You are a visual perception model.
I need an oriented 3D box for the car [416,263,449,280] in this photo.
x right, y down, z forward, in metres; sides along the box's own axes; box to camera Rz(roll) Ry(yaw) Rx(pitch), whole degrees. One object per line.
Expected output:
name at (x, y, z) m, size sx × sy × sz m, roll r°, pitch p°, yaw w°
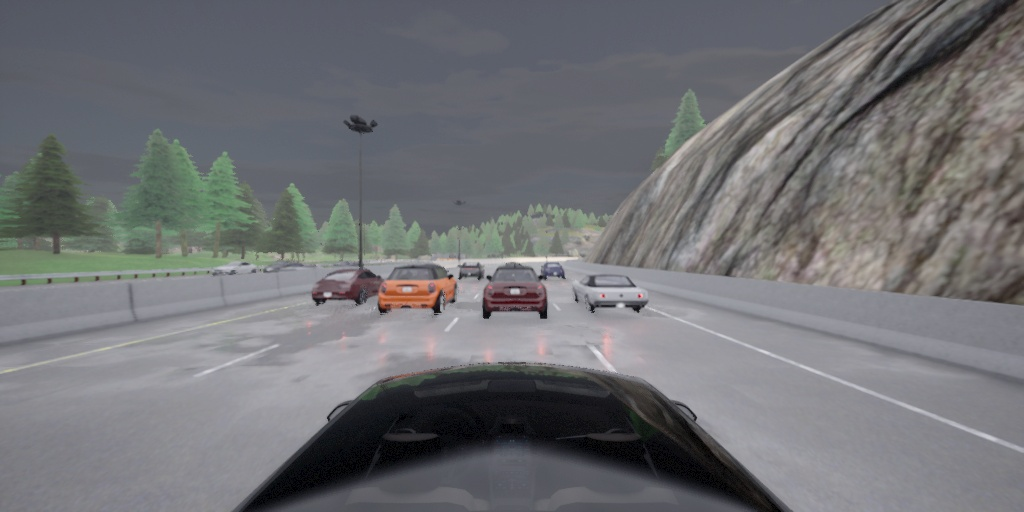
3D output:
car at (-6.903, 1.314, 31.584) m, size 1.994 × 1.385 × 4.181 m, roll 0°, pitch 0°, yaw 0°

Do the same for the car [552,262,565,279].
car at (3.584, 1.276, 31.952) m, size 1.812 × 1.442 × 4.674 m, roll 0°, pitch 0°, yaw 0°

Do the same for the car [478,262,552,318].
car at (0.099, 1.102, 13.129) m, size 2.097 × 1.767 × 4.553 m, roll 0°, pitch 0°, yaw 0°

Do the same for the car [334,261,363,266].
car at (-17.573, 1.241, 38.310) m, size 2.128 × 1.511 × 4.902 m, roll 0°, pitch 0°, yaw 0°

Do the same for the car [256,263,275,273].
car at (-24.569, 1.241, 38.760) m, size 2.128 × 1.511 × 4.902 m, roll 0°, pitch 0°, yaw 0°

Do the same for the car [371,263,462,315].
car at (-3.400, 1.102, 13.768) m, size 2.097 × 1.767 × 4.553 m, roll 0°, pitch 0°, yaw 0°

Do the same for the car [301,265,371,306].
car at (-6.901, 1.276, 15.724) m, size 1.812 × 1.442 × 4.674 m, roll 0°, pitch 0°, yaw 0°

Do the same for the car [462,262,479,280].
car at (-3.403, 1.242, 30.930) m, size 2.128 × 1.511 × 4.902 m, roll 0°, pitch 0°, yaw 0°

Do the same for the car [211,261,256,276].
car at (-28.082, 1.275, 36.570) m, size 1.812 × 1.442 × 4.674 m, roll 0°, pitch 0°, yaw 0°

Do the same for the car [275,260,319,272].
car at (-21.090, 1.351, 36.051) m, size 1.895 × 1.301 × 4.718 m, roll 0°, pitch 0°, yaw 0°

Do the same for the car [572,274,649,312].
car at (3.599, 1.351, 14.085) m, size 1.895 × 1.301 × 4.718 m, roll 0°, pitch 0°, yaw 0°
